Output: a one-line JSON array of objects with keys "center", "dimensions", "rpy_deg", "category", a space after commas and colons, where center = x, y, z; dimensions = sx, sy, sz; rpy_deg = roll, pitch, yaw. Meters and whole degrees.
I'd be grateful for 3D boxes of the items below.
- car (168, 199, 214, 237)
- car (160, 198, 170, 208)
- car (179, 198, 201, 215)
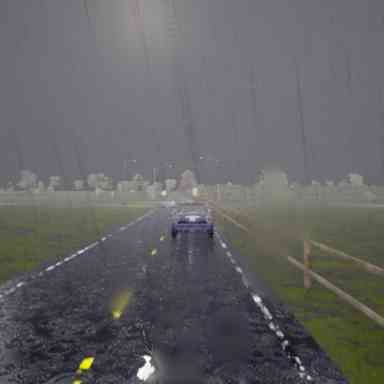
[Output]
[{"center": [0.010, 1.338, 18.150], "dimensions": [2.097, 1.767, 4.553], "rpy_deg": [0, 0, 0], "category": "car"}, {"center": [-3.258, 1.548, 45.768], "dimensions": [1.895, 1.301, 4.718], "rpy_deg": [0, 0, -1], "category": "car"}, {"center": [-0.192, 1.455, 34.322], "dimensions": [2.128, 1.511, 4.902], "rpy_deg": [0, 0, -1], "category": "car"}]
